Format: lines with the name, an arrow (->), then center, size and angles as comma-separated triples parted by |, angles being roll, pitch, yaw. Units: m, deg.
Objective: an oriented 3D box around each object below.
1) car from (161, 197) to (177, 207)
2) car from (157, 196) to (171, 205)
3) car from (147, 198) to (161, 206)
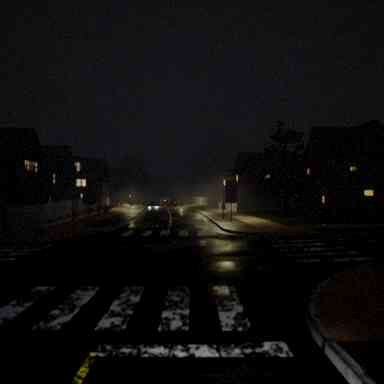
car -> -3.705, 1.873, 56.580 | 1.895, 1.301, 4.718 | 0, -1, -10
car -> -5.616, 1.739, 66.432 | 2.097, 1.767, 4.553 | 0, -1, -12
car -> -7.157, 1.875, 60.204 | 1.994, 1.385, 4.181 | 0, -1, -10
